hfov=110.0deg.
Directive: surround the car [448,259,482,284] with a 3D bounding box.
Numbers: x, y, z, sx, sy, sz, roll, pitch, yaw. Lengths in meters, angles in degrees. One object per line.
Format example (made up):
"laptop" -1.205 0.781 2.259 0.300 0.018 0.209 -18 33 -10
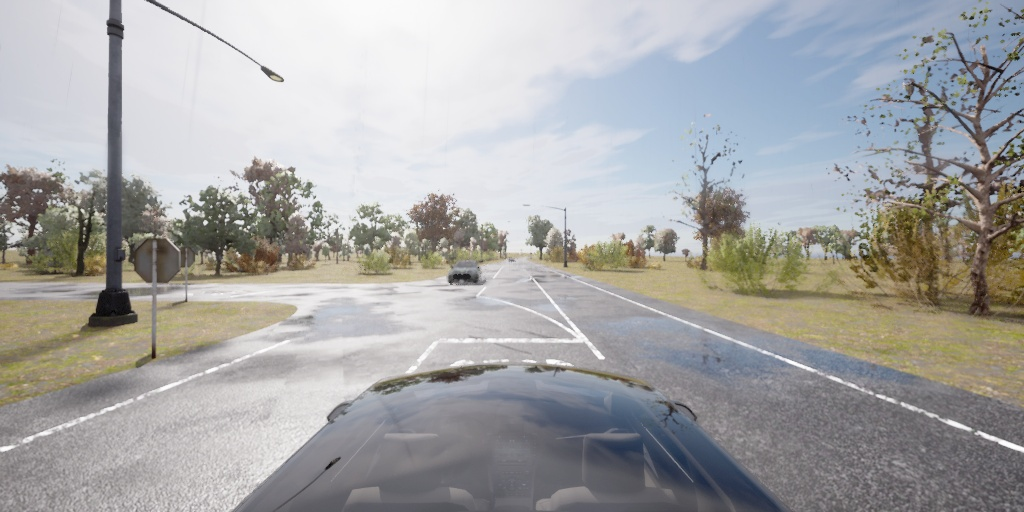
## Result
"car" -3.428 1.116 26.770 2.097 1.767 4.553 0 0 0
